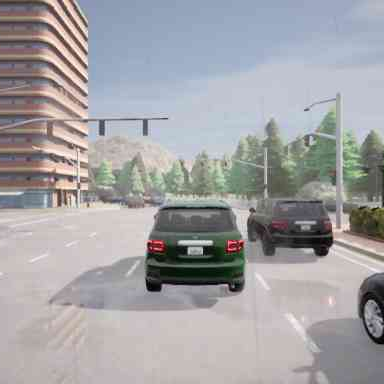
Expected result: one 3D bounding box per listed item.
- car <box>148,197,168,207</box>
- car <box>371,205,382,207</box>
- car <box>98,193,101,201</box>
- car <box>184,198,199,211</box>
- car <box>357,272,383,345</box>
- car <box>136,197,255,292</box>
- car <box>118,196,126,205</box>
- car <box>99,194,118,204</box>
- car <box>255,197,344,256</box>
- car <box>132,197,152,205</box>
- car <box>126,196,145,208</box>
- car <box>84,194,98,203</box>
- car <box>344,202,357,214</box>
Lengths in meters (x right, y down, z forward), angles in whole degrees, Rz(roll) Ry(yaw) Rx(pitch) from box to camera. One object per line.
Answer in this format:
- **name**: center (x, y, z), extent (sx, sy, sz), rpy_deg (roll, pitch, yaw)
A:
- **car**: center (-5.319, 1.535, 52.058), extent (2.033, 1.411, 5.357), rpy_deg (0, 0, -18)
- **car**: center (19.214, 1.649, 32.254), extent (4.718, 1.301, 1.895), rpy_deg (0, 0, 1)
- **car**: center (-23.093, 1.506, 74.675), extent (4.674, 1.442, 1.812), rpy_deg (0, 0, 31)
- **car**: center (-0.035, 1.517, 42.747), extent (1.812, 1.442, 4.674), rpy_deg (1, 0, 2)
- **car**: center (3.607, 1.504, 3.496), extent (1.837, 1.490, 4.892), rpy_deg (0, 0, 0)
- **car**: center (0.084, 1.219, 9.057), extent (2.150, 2.045, 5.566), rpy_deg (0, 0, 0)
- **car**: center (-10.526, 1.492, 55.651), extent (1.837, 1.490, 4.892), rpy_deg (0, 0, -26)
- **car**: center (-15.416, 1.586, 63.518), extent (1.895, 1.301, 4.718), rpy_deg (0, 0, -39)
- **car**: center (3.611, 1.218, 13.193), extent (2.150, 2.045, 5.566), rpy_deg (0, 0, 0)
- **car**: center (-9.245, 1.586, 60.809), extent (1.895, 1.301, 4.718), rpy_deg (0, 0, -31)
- **car**: center (-7.932, 1.341, 47.237), extent (2.097, 1.767, 4.553), rpy_deg (0, 0, -13)
- **car**: center (-22.858, 1.508, 70.434), extent (4.902, 1.511, 2.128), rpy_deg (0, 0, 34)
- **car**: center (14.947, 1.594, 35.777), extent (5.357, 1.411, 2.033), rpy_deg (0, 0, 4)
